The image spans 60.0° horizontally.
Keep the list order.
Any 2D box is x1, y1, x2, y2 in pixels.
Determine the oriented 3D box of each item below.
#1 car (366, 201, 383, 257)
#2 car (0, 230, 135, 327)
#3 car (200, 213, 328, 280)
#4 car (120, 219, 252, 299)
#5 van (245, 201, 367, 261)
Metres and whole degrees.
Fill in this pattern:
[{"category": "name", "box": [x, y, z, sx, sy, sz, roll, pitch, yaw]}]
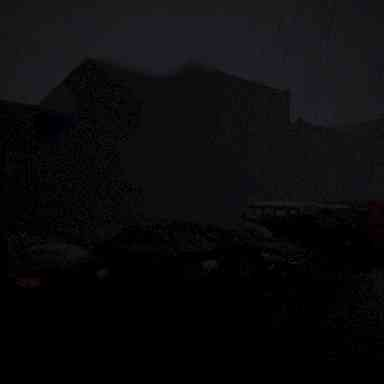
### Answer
[{"category": "car", "box": [5.819, 1.366, 13.637, 2.435, 2.045, 5.566, 1, 0, -36]}, {"category": "car", "box": [-3.226, 1.536, 7.142, 2.002, 1.452, 4.674, 1, 0, -36]}, {"category": "car", "box": [1.299, 1.558, 10.384, 2.231, 1.521, 4.892, 1, 0, -36]}, {"category": "car", "box": [-0.979, 1.556, 8.785, 2.163, 1.488, 4.792, 1, 0, -36]}, {"category": "van", "box": [3.604, 1.362, 12.164, 1.878, 1.987, 4.442, 1, 0, -36]}]
